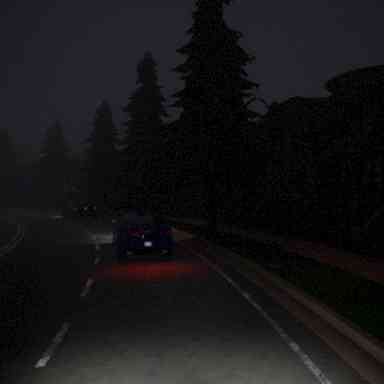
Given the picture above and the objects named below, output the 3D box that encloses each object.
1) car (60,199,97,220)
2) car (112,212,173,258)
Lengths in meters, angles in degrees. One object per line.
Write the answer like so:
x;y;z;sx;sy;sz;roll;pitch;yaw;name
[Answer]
-10.035;1.418;29.302;2.097;1.767;4.553;0;0;-35;car
-2.051;1.498;13.000;1.882;1.535;5.008;0;0;-15;car
